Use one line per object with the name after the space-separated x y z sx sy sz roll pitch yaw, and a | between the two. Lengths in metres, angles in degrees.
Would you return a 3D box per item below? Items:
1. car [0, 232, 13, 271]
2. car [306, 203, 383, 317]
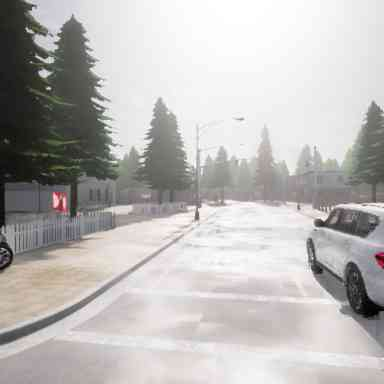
-5.741 1.205 7.261 2.097 1.767 4.553 1 -1 -12 | car
4.224 1.248 7.535 2.150 2.045 5.566 0 0 7 | car
